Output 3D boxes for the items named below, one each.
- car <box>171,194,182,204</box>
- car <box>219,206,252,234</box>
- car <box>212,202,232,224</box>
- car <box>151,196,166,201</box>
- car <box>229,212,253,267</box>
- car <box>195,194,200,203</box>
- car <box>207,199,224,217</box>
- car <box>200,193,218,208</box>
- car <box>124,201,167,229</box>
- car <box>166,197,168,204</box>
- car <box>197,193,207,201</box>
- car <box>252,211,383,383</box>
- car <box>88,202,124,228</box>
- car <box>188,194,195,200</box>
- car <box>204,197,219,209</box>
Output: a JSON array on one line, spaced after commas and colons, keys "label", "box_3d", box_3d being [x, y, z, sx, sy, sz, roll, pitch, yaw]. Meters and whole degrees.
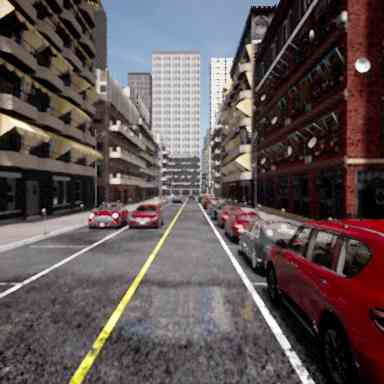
[{"label": "car", "box_3d": [-2.801, 1.566, 62.793, 1.895, 1.301, 4.718, 0, 0, 0]}, {"label": "car", "box_3d": [2.549, 1.575, 16.214, 1.802, 1.307, 4.206, -1, 0, 0]}, {"label": "car", "box_3d": [2.546, 1.572, 21.763, 1.802, 1.307, 4.206, -1, 0, 0]}, {"label": "car", "box_3d": [-5.348, 1.499, 49.314, 1.752, 1.417, 4.829, -1, 0, 0]}, {"label": "car", "box_3d": [2.551, 1.546, 10.665, 2.008, 1.369, 4.403, -1, 0, 0]}, {"label": "car", "box_3d": [2.196, 1.463, 70.397, 1.837, 1.490, 4.892, 0, 0, 0]}, {"label": "car", "box_3d": [2.543, 1.552, 27.312, 1.947, 1.339, 4.313, -1, 0, 0]}, {"label": "car", "box_3d": [2.532, 1.291, 43.959, 2.192, 1.841, 5.009, -1, 0, 0]}, {"label": "car", "box_3d": [-2.861, 1.515, 21.548, 1.812, 1.442, 4.674, 0, 0, 0]}, {"label": "car", "box_3d": [-5.354, 1.406, 60.581, 1.967, 1.590, 4.097, -1, 0, 0]}, {"label": "car", "box_3d": [2.514, 1.265, 82.802, 2.192, 1.841, 5.009, -1, 0, 0]}, {"label": "car", "box_3d": [2.550, 1.313, 5.116, 2.192, 1.841, 5.009, -1, 0, 0]}, {"label": "car", "box_3d": [-5.336, 1.430, 21.738, 1.967, 1.590, 4.097, -1, 0, 0]}, {"label": "car", "box_3d": [-0.043, 1.407, 89.910, 1.812, 1.442, 4.674, 0, 0, 0]}, {"label": "car", "box_3d": [2.540, 1.534, 32.861, 2.008, 1.369, 4.403, -1, 0, 0]}]
